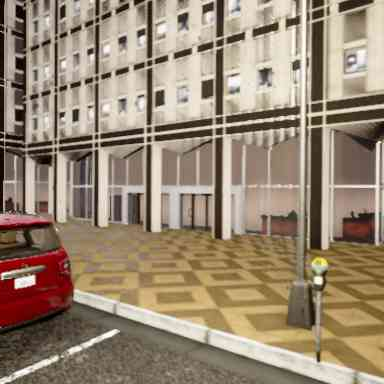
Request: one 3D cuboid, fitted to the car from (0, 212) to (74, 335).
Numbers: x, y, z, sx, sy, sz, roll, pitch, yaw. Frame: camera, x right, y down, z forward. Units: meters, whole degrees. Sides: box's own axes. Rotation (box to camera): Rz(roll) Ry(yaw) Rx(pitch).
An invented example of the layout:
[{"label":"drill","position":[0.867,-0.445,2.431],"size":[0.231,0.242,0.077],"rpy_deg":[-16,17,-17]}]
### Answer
[{"label":"car","position":[-4.175,1.271,5.851],"size":[5.009,1.841,2.192],"rpy_deg":[0,0,36]}]
